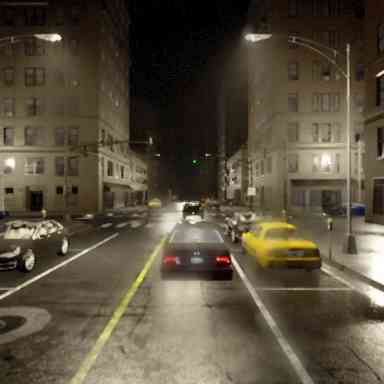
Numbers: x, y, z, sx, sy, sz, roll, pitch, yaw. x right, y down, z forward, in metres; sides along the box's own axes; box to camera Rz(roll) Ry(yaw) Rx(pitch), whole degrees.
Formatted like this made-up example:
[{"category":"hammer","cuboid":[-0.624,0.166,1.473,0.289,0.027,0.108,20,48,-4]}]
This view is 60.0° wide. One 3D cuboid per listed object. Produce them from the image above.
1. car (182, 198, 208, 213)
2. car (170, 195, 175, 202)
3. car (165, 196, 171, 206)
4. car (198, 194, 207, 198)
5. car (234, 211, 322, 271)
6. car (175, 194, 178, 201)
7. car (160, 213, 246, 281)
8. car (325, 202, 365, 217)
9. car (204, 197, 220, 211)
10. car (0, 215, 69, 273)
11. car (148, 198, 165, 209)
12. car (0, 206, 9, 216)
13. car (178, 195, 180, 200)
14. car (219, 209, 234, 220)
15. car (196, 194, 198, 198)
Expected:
[{"category":"car","cuboid":[0.119,1.602,30.599,2.128,1.511,4.902,0,0,0]},{"category":"car","cuboid":[-5.326,1.829,71.409,2.008,1.369,4.403,0,0,0]},{"category":"car","cuboid":[-5.336,1.802,60.046,1.947,1.339,4.313,0,0,0]},{"category":"car","cuboid":[2.694,1.697,65.724,1.967,1.590,4.097,0,0,0]},{"category":"car","cuboid":[2.653,1.569,10.885,1.752,1.417,4.829,0,0,0]},{"category":"car","cuboid":[-5.317,1.760,82.772,1.967,1.590,4.097,0,0,0]},{"category":"car","cuboid":[0.110,1.588,9.967,2.033,1.411,5.357,0,0,0]},{"category":"car","cuboid":[14.542,1.597,30.751,4.181,1.385,1.994,0,0,0]},{"category":"car","cuboid":[2.674,1.722,42.997,2.008,1.369,4.403,0,0,0]},{"category":"car","cuboid":[-5.381,1.594,10.721,2.008,1.369,4.403,0,0,0]},{"category":"car","cuboid":[-5.347,1.717,48.514,1.752,1.417,4.829,0,0,0]},{"category":"car","cuboid":[-18.375,1.426,27.779,5.566,2.045,2.150,0,0,0]},{"category":"car","cuboid":[-5.307,1.677,94.134,2.192,1.841,5.009,0,0,0]},{"category":"car","cuboid":[2.652,1.615,16.121,2.008,1.369,4.403,0,0,0]},{"category":"car","cuboid":[2.703,1.614,77.088,2.192,1.841,5.009,0,0,0]}]
